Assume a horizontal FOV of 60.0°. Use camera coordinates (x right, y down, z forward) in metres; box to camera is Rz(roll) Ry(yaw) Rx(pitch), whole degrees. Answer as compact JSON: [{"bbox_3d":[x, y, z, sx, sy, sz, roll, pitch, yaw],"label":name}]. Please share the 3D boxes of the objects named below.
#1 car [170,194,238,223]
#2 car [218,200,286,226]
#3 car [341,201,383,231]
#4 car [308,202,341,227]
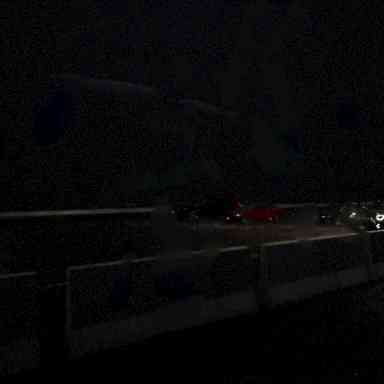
[{"bbox_3d":[1.112,1.155,25.203,5.566,2.045,2.150,0,0,-30],"label":"car"},{"bbox_3d":[4.402,1.462,23.038,4.674,1.442,1.812,0,0,-29],"label":"car"},{"bbox_3d":[10.946,1.292,18.632,4.553,1.767,2.097,0,0,-28],"label":"car"},{"bbox_3d":[9.908,1.437,22.062,4.892,1.490,1.837,0,0,-28],"label":"car"}]
